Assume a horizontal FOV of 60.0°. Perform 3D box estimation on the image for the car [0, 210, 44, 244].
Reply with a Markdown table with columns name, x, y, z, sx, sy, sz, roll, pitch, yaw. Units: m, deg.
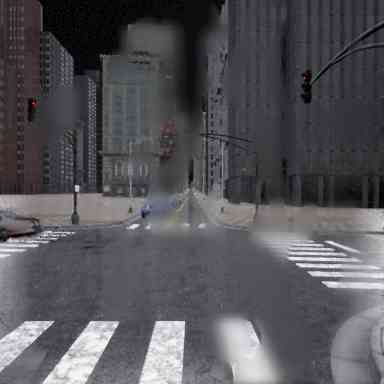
| name | x | y | z | sx | sy | sz | roll | pitch | yaw |
| --- | --- | --- | --- | --- | --- | --- | --- | --- | --- |
| car | -9.407 | 1.444 | 14.453 | 5.357 | 1.411 | 2.033 | 1 | 0 | -9 |

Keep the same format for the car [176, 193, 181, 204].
| name | x | y | z | sx | sy | sz | roll | pitch | yaw |
| --- | --- | --- | --- | --- | --- | --- | --- | --- | --- |
| car | -3.076 | 1.367 | 61.889 | 2.097 | 1.767 | 4.553 | 0 | 0 | 0 |

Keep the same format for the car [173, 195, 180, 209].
| name | x | y | z | sx | sy | sz | roll | pitch | yaw |
| --- | --- | --- | --- | --- | --- | --- | --- | --- | --- |
| car | -3.136 | 1.487 | 46.180 | 1.882 | 1.535 | 5.008 | 0 | 0 | 0 |

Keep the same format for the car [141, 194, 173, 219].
| name | x | y | z | sx | sy | sz | roll | pitch | yaw |
| --- | --- | --- | --- | --- | --- | --- | --- | --- | --- |
| car | -3.128 | 1.229 | 29.504 | 2.150 | 2.045 | 5.566 | 0 | 0 | 0 |
